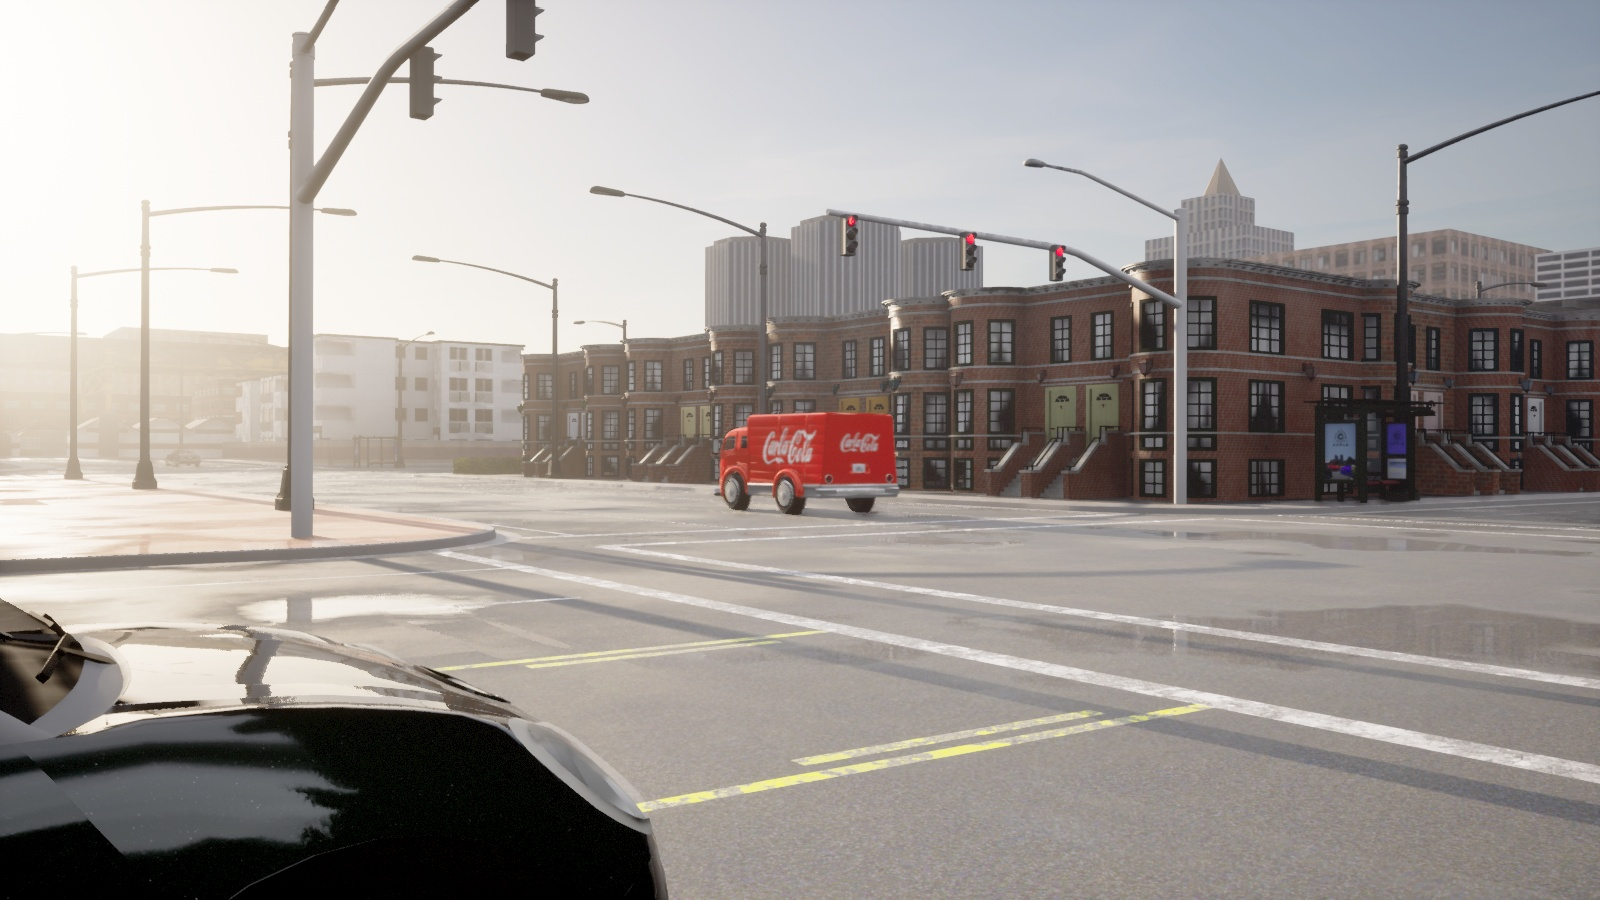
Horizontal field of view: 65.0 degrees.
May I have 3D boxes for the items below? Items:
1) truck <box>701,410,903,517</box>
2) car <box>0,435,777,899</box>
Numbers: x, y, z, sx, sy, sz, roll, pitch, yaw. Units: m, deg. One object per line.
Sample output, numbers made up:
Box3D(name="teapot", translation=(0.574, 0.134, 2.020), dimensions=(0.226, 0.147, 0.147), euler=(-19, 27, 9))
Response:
Box3D(name="truck", translation=(-0.061, 0.334, 31.999), dimensions=(2.627, 2.467, 5.204), euler=(0, 0, -35))
Box3D(name="car", translation=(-2.171, 0.720, 2.205), dimensions=(3.806, 1.475, 1.970), euler=(0, 0, -35))
